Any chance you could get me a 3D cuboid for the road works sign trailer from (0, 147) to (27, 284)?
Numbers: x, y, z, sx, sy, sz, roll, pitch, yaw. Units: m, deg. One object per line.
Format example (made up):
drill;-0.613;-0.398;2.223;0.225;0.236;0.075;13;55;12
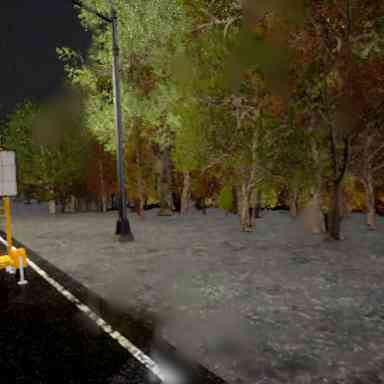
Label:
road works sign trailer;-5.965;0.581;8.895;2.380;3.560;2.880;-3;2;-36
